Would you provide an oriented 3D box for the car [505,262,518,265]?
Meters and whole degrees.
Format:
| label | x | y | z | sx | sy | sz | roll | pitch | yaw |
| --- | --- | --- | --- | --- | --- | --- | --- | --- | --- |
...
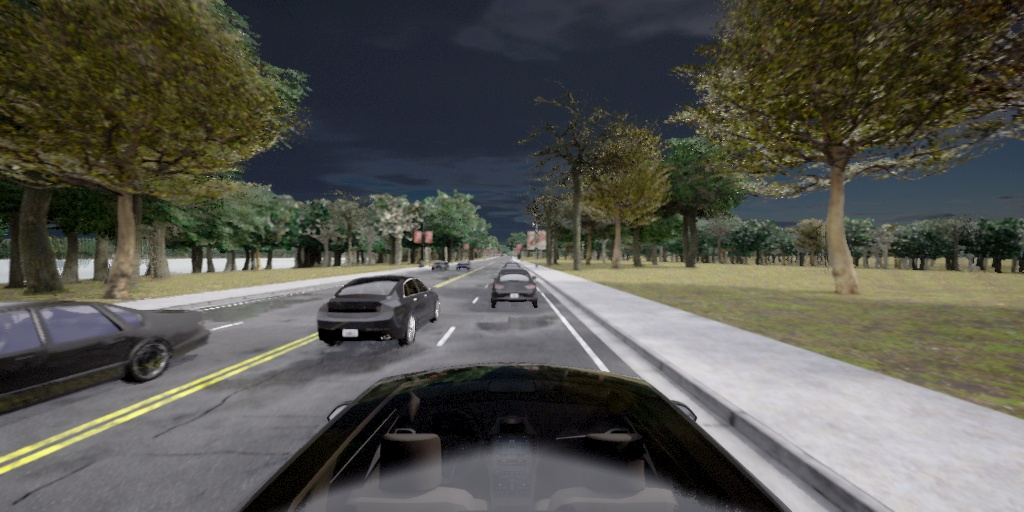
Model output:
| label | x | y | z | sx | sy | sz | roll | pitch | yaw |
| --- | --- | --- | --- | --- | --- | --- | --- | --- | --- |
| car | -0.004 | 1.321 | 35.735 | 1.994 | 1.385 | 4.181 | 0 | 0 | 0 |

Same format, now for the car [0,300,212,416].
| label | x | y | z | sx | sy | sz | roll | pitch | yaw |
| --- | --- | --- | --- | --- | --- | --- | --- | --- | --- |
| car | -6.603 | 1.298 | 4.353 | 2.033 | 1.411 | 5.357 | 0 | 0 | 0 |

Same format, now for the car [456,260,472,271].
| label | x | y | z | sx | sy | sz | roll | pitch | yaw |
| --- | --- | --- | --- | --- | --- | --- | --- | --- | --- |
| car | -6.715 | 1.317 | 50.609 | 2.033 | 1.411 | 5.357 | 0 | 0 | -1 |

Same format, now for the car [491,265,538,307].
| label | x | y | z | sx | sy | sz | roll | pitch | yaw |
| --- | --- | --- | --- | --- | --- | --- | --- | --- | --- |
| car | 0.085 | 1.276 | 15.242 | 1.812 | 1.442 | 4.674 | 0 | 0 | 0 |

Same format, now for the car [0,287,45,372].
| label | x | y | z | sx | sy | sz | roll | pitch | yaw |
| --- | --- | --- | --- | --- | --- | --- | --- | --- | --- |
| car | -9.849 | 1.298 | 4.094 | 2.033 | 1.411 | 5.357 | 0 | 0 | 0 |

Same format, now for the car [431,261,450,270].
| label | x | y | z | sx | sy | sz | roll | pitch | yaw |
| --- | --- | --- | --- | --- | --- | --- | --- | --- | --- |
| car | -9.964 | 1.338 | 50.428 | 1.994 | 1.385 | 4.181 | 0 | 0 | 0 |

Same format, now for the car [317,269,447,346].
| label | x | y | z | sx | sy | sz | roll | pitch | yaw |
| --- | --- | --- | --- | --- | --- | --- | --- | --- | --- |
| car | -3.156 | 1.255 | 9.412 | 1.837 | 1.490 | 4.892 | 0 | 0 | 0 |
